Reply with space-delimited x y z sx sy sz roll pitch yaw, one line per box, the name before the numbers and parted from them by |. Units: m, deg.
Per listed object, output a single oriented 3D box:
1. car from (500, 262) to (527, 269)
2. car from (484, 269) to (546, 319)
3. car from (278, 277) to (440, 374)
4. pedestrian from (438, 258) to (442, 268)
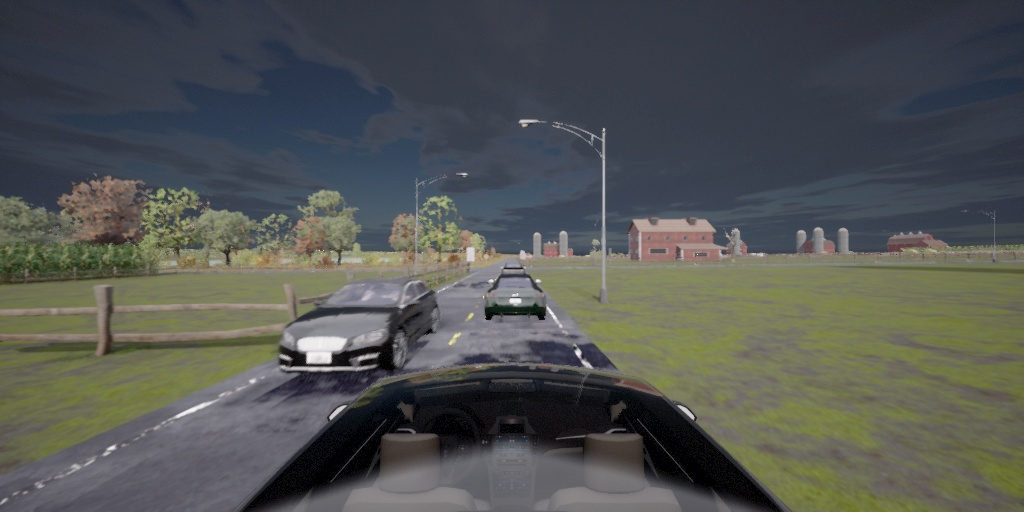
car | 0.102 1.239 27.976 2.128 1.511 4.902 0 0 0
car | 0.101 1.312 12.717 1.994 1.385 4.181 0 0 0
car | -2.851 1.241 7.750 2.128 1.511 4.902 0 0 0
pedestrian | -12.157 1.167 60.365 0.375 1.860 0.375 0 1 0
